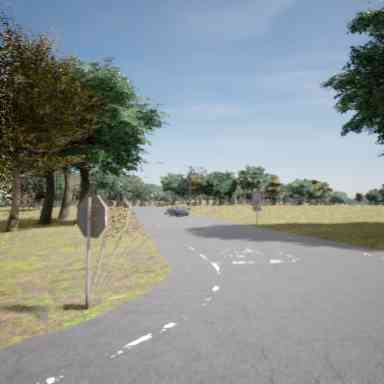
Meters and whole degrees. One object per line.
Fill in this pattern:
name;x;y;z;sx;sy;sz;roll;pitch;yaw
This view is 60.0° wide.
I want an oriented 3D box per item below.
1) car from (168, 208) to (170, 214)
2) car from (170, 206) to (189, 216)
car;-3.126;3.219;58.708;2.033;1.411;5.357;1;-1;-11
car;-1.760;3.070;51.927;1.994;1.385;4.181;1;-2;-10
